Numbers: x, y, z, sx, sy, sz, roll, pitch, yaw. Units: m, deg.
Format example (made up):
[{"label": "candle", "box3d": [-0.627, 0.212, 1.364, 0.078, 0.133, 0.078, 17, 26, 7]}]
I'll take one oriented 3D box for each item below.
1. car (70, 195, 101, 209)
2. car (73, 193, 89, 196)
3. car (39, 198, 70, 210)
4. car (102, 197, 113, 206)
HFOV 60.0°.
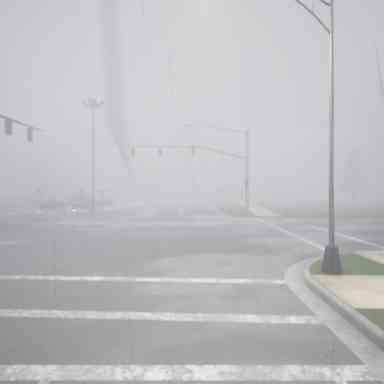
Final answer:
[{"label": "car", "box3d": [-14.424, 1.555, 45.062, 2.033, 1.411, 5.357, 0, 0, 1]}, {"label": "car", "box3d": [-17.818, 1.230, 52.772, 2.150, 2.045, 5.566, 0, 0, 1]}, {"label": "car", "box3d": [-17.964, 1.608, 43.132, 1.895, 1.301, 4.718, 0, 0, 1]}, {"label": "car", "box3d": [-14.280, 1.535, 54.653, 1.812, 1.442, 4.674, 0, 0, 1]}]
